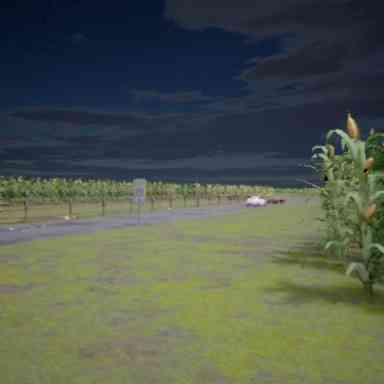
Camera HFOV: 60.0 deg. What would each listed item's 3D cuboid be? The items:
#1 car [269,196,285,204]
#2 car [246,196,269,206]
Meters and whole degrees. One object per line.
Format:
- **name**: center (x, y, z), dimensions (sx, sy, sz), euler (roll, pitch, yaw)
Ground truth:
- **car**: center (14.712, 1.410, 57.973), dimensions (1.895, 1.301, 4.718), euler (1, 1, 35)
- **car**: center (9.474, 1.350, 49.258), dimensions (1.812, 1.442, 4.674), euler (1, 1, 31)
